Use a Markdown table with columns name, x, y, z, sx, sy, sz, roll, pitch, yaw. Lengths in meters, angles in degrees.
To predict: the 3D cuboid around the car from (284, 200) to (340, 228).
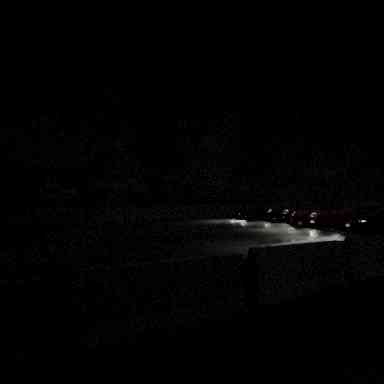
| name | x | y | z | sx | sy | sz | roll | pitch | yaw |
| --- | --- | --- | --- | --- | --- | --- | --- | --- | --- |
| car | 8.970 | 1.491 | 23.285 | 4.553 | 1.767 | 2.097 | 0 | 0 | -35 |

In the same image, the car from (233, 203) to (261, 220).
| name | x | y | z | sx | sy | sz | roll | pitch | yaw |
| --- | --- | --- | --- | --- | --- | --- | --- | --- | --- |
| car | 5.671 | 1.707 | 29.530 | 4.181 | 1.385 | 1.994 | 0 | 0 | -35 |

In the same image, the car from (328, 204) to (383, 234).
| name | x | y | z | sx | sy | sz | roll | pitch | yaw |
| --- | --- | --- | --- | --- | --- | --- | --- | --- | --- |
| car | 10.832 | 1.630 | 20.315 | 4.902 | 1.511 | 2.128 | 0 | 0 | -35 |

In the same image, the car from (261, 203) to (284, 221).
| name | x | y | z | sx | sy | sz | roll | pitch | yaw |
| --- | --- | --- | --- | --- | --- | --- | --- | --- | --- |
| car | 8.206 | 1.496 | 27.039 | 4.553 | 1.767 | 2.097 | 0 | 0 | -35 |
